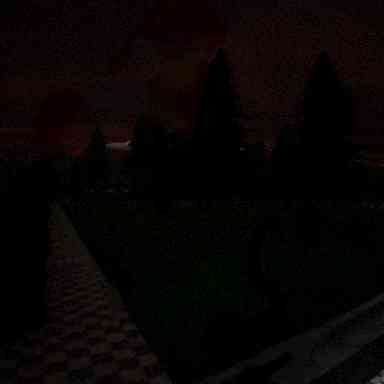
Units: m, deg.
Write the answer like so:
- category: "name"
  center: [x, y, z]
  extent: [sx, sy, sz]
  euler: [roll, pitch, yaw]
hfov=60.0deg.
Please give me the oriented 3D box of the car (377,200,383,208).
- category: "car"
  center: [36.625, 2.218, 63.221]
  extent: [1.812, 1.442, 4.674]
  euler: [0, -1, 18]
